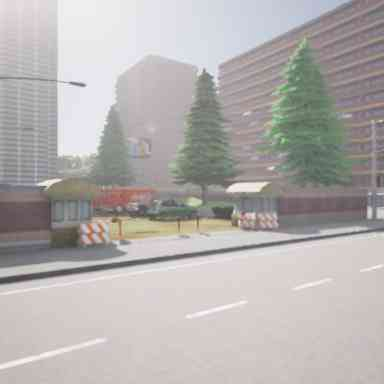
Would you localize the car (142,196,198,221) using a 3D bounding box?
[{"bbox_3d":[-1.454,1.343,25.784,3.988,1.617,1.851,0,0,-35],"label":"car"}]

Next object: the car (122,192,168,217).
[{"bbox_3d":[-3.487,1.175,29.830,4.605,1.855,1.932,0,0,-35],"label":"car"}]
